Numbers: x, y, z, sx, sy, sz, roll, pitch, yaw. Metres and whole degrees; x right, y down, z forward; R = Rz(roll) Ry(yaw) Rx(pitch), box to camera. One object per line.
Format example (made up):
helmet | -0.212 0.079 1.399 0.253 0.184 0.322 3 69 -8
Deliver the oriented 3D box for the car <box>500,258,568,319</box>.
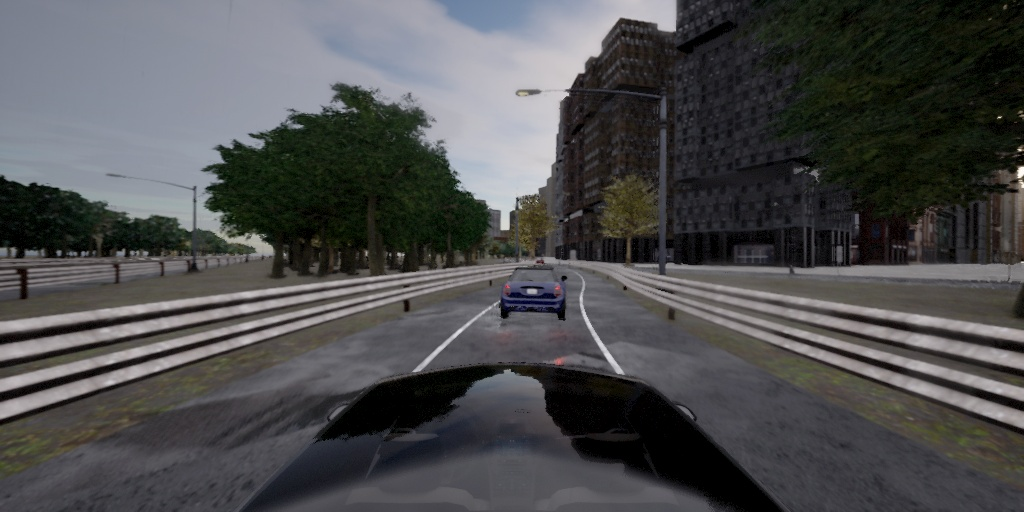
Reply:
car | 0.921 1.107 13.076 2.097 1.767 4.553 1 0 8
